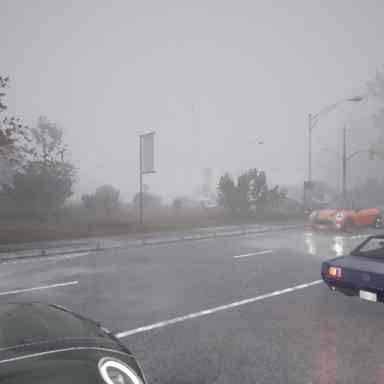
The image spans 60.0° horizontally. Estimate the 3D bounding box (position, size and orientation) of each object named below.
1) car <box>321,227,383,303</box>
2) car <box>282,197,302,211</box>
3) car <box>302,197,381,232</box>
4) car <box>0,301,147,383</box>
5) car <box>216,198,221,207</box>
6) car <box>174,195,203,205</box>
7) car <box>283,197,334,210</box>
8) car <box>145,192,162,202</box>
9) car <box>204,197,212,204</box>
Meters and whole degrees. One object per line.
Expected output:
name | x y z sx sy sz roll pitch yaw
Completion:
car | 4.989 1.573 7.289 4.718 1.301 1.895 0 0 -35
car | 10.947 1.291 36.839 1.837 1.490 4.892 -1 0 -39
car | 8.608 1.246 18.696 4.553 1.767 2.097 -1 0 -35
car | -2.483 1.352 1.952 4.553 1.767 2.097 0 0 -36
car | 5.245 1.142 43.967 2.097 1.767 4.553 -1 0 -39
car | -0.969 1.287 51.752 2.128 1.511 4.902 -1 0 -38
car | 13.580 1.303 39.150 2.033 1.411 5.357 -1 0 -39
car | -7.564 1.021 60.079 2.150 2.045 5.566 -1 0 -38
car | 1.279 1.291 54.546 1.812 1.442 4.674 -1 0 -38
